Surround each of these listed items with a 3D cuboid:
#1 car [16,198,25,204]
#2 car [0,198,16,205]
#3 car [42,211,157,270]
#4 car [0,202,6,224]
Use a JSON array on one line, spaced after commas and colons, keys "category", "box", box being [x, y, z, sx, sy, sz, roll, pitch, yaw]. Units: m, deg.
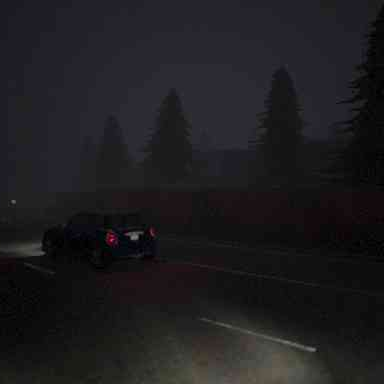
[{"category": "car", "box": [-40.502, 2.044, 76.844, 1.882, 1.535, 5.008, 0, 0, 0]}, {"category": "car", "box": [-40.324, 2.010, 71.097, 1.882, 1.535, 5.008, 0, 0, -3]}, {"category": "car", "box": [-3.343, 1.429, 11.596, 4.553, 1.767, 2.097, 0, -1, 42]}, {"category": "car", "box": [-16.089, 1.746, 25.926, 2.033, 1.411, 5.357, 0, 0, -35]}]
